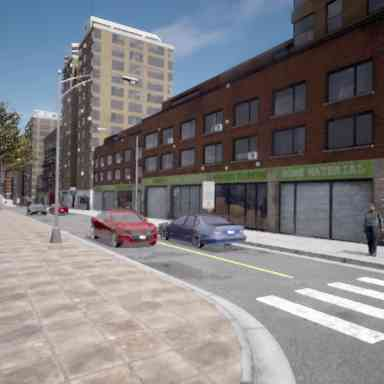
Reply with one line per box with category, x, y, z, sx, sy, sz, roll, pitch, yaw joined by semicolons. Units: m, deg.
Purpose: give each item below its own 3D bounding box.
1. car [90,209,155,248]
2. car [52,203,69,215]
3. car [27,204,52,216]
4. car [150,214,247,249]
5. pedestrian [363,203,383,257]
car;-3.356;1.612;15.777;1.882;1.535;5.008;1;-1;-32
car;-17.541;2.149;43.591;1.882;1.535;5.008;1;-2;-32
car;-18.761;2.122;40.159;2.033;1.411;5.357;1;-2;-32
car;0.236;1.716;15.622;2.033;1.411;5.357;1;-1;-32
pedestrian;6.263;1.296;11.575;0.375;1.860;0.375;1;0;-32
